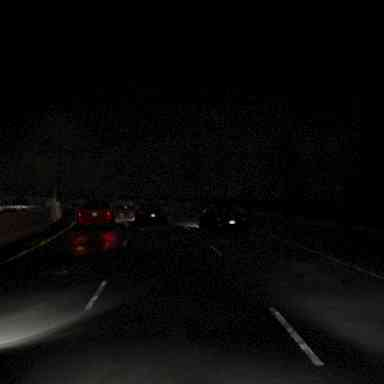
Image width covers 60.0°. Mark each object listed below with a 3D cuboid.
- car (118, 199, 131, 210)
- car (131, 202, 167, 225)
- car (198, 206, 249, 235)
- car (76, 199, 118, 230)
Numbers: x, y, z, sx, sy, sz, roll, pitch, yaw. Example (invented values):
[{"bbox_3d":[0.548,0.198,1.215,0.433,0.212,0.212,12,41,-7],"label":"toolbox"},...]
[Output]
[{"bbox_3d":[-8.478,1.465,40.298,1.895,1.301,4.718,0,0,-22],"label":"car"},{"bbox_3d":[-2.954,1.481,23.341,1.994,1.385,4.181,0,0,-13],"label":"car"},{"bbox_3d":[1.641,1.486,18.557,1.994,1.385,4.181,0,0,-10],"label":"car"},{"bbox_3d":[-5.960,1.285,20.974,2.097,1.767,4.553,0,0,-12],"label":"car"}]
